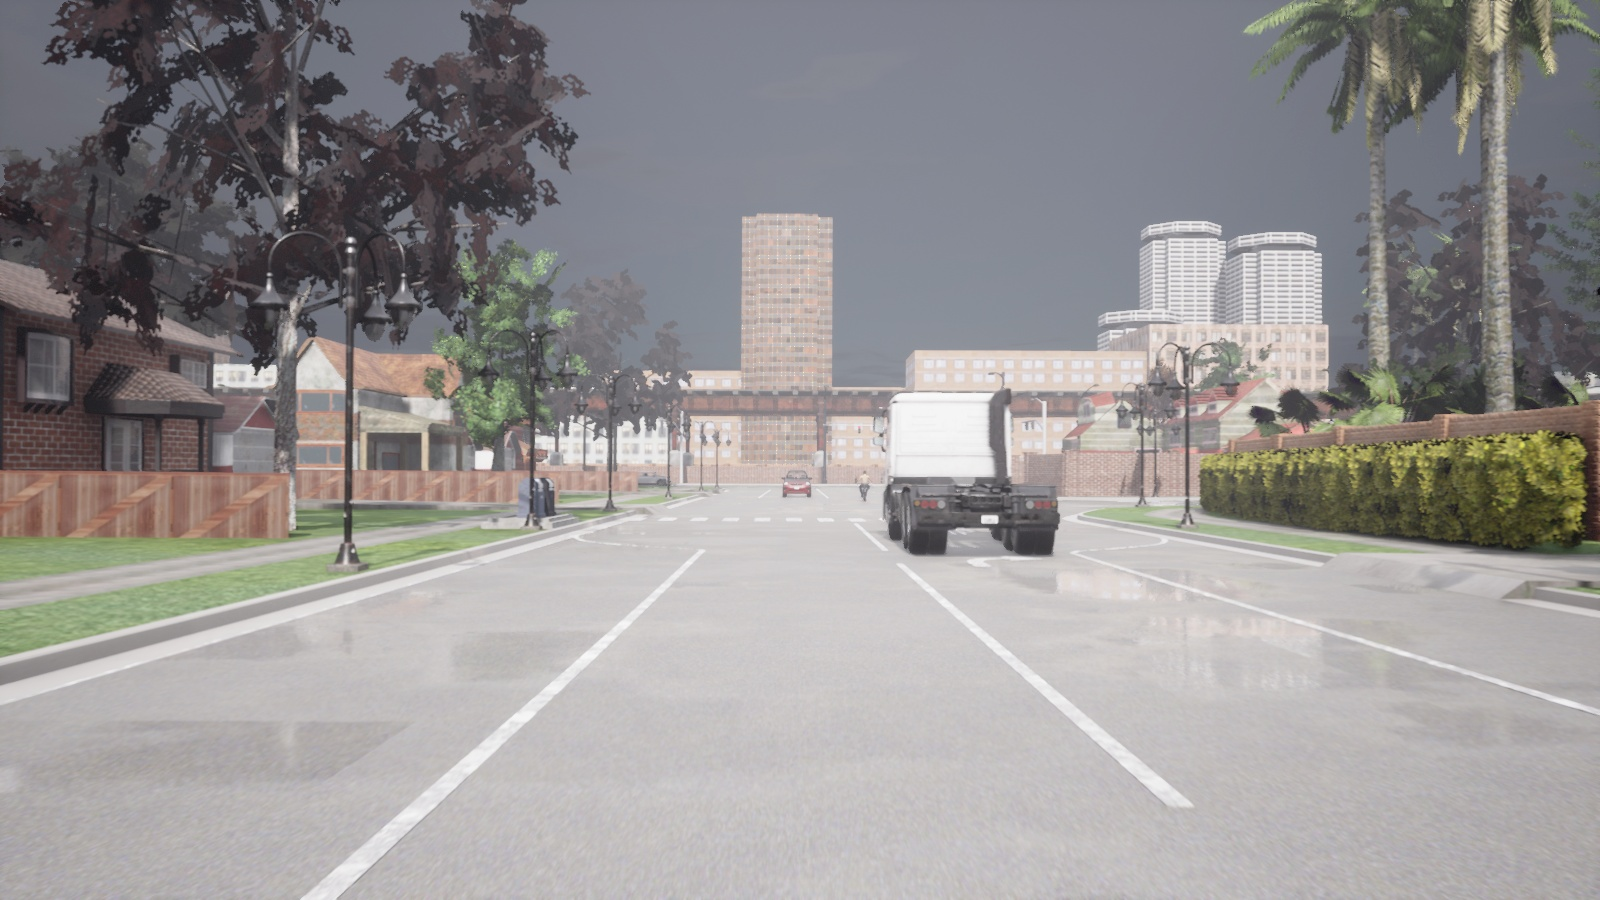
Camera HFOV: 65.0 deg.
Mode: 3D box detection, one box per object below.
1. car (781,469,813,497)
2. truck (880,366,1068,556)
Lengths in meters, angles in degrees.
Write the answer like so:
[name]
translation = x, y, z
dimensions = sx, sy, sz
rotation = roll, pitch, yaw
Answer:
[car]
translation = -0.176, 1.997, 76.245
dimensions = 1.851, 1.617, 3.988
rotation = 0, -1, 0
[truck]
translation = 3.434, 0.272, 26.900
dimensions = 2.891, 3.462, 7.936
rotation = 0, -1, 0
